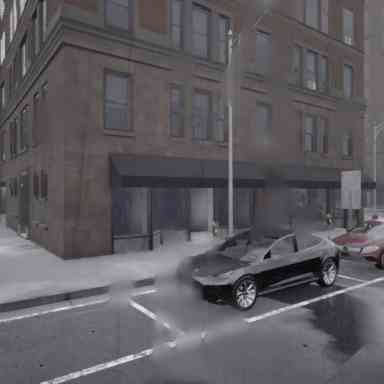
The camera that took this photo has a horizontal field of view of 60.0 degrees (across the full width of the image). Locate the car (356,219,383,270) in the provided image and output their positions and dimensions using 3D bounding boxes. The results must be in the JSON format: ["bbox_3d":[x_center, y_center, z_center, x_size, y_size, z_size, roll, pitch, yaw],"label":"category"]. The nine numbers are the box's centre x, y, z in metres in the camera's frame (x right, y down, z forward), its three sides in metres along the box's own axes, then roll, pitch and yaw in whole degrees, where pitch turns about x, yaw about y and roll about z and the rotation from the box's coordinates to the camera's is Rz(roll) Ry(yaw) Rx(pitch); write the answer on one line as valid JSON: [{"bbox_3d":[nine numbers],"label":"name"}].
[{"bbox_3d":[6.180,1.582,10.942,4.206,1.307,1.802,0,0,-35],"label":"car"}]

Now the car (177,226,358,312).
[{"bbox_3d":[1.702,1.566,7.748,4.313,1.339,1.947,0,0,-35],"label":"car"}]
